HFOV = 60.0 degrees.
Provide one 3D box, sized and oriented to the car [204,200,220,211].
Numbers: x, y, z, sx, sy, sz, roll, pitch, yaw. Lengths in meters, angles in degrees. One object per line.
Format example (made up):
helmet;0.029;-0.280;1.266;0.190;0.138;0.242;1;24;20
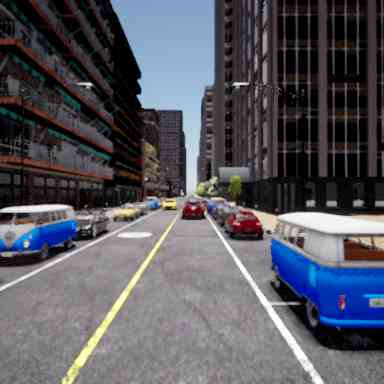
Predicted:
car;2.740;1.824;46.298;2.008;1.369;4.403;0;0;0

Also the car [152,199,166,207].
car;-5.628;1.914;57.635;1.947;1.339;4.313;0;0;0

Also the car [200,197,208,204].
car;2.775;2.044;80.447;1.752;1.417;4.829;0;0;0

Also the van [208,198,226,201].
van;2.728;1.539;34.971;1.690;1.788;3.998;0;0;0

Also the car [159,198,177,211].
car;-3.037;1.748;45.877;1.882;1.535;5.008;0;0;0

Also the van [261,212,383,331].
van;2.700;1.371;6.656;1.690;1.788;3.998;0;0;0

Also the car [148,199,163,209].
car;-5.634;1.835;51.801;1.752;1.417;4.829;0;0;0

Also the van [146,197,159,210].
van;-5.640;1.615;46.308;1.690;1.788;3.998;0;0;0

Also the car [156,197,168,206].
car;-5.622;1.827;63.297;1.967;1.590;4.097;0;0;0

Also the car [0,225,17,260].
car;-5.680;1.596;6.663;1.947;1.339;4.313;0;0;0

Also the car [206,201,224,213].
car;2.734;1.780;40.634;1.887;1.381;4.507;0;0;0

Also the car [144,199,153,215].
car;-5.652;1.749;34.979;2.008;1.369;4.403;0;0;0

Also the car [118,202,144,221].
car;-5.658;1.685;29.145;1.752;1.417;4.829;0;0;0

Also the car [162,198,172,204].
car;-5.611;1.996;74.453;1.752;1.417;4.829;0;0;0

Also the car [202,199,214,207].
car;2.752;1.893;57.626;1.887;1.381;4.507;0;0;0

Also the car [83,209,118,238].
car;-5.669;1.641;17.989;2.008;1.369;4.403;0;0;0

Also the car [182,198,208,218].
car;0.125;1.529;31.797;2.097;1.767;4.553;0;0;0

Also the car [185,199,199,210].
car;0.067;1.763;48.097;1.882;1.535;5.008;0;0;1

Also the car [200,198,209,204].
car;2.769;2.016;74.615;1.887;1.381;4.507;0;0;0

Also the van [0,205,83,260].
van;-5.674;1.400;12.329;1.690;1.788;3.998;0;0;0

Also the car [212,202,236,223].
car;2.716;1.674;23.644;2.008;1.369;4.403;0;0;0

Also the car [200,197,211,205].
car;2.763;1.867;68.954;1.967;1.590;4.097;0;0;0

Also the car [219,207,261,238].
car;2.711;1.671;17.980;1.802;1.307;4.206;0;0;0

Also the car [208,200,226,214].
car;2.722;1.711;29.306;2.008;1.369;4.403;0;0;0
